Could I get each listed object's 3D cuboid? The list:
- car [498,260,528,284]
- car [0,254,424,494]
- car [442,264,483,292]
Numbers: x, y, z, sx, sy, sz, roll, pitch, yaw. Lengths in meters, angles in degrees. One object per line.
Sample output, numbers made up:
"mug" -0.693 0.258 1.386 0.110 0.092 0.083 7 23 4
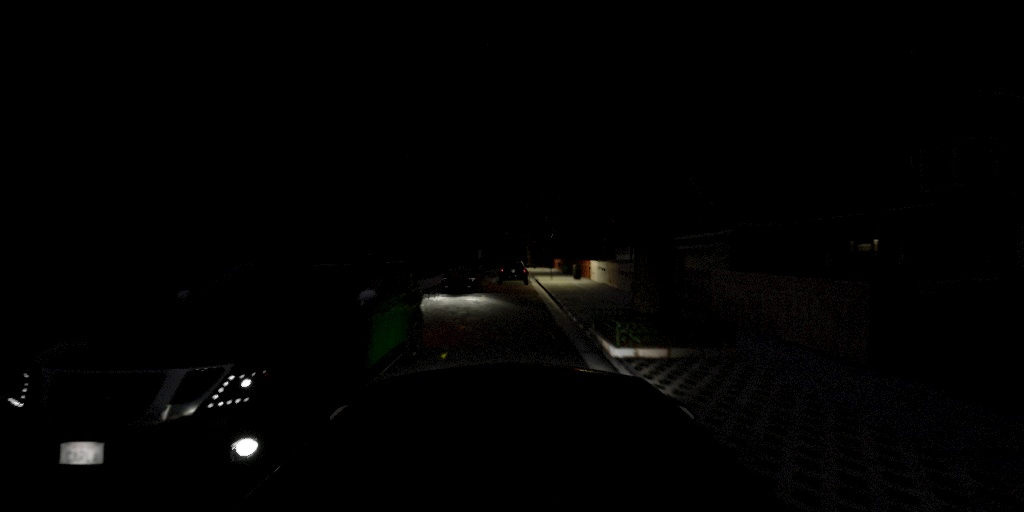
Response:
"car" 0.095 1.057 26.455 2.097 1.767 4.553 0 0 0
"car" -2.844 0.972 5.140 2.150 2.045 5.566 0 0 0
"car" -2.795 1.195 20.960 1.882 1.535 5.008 0 0 1
